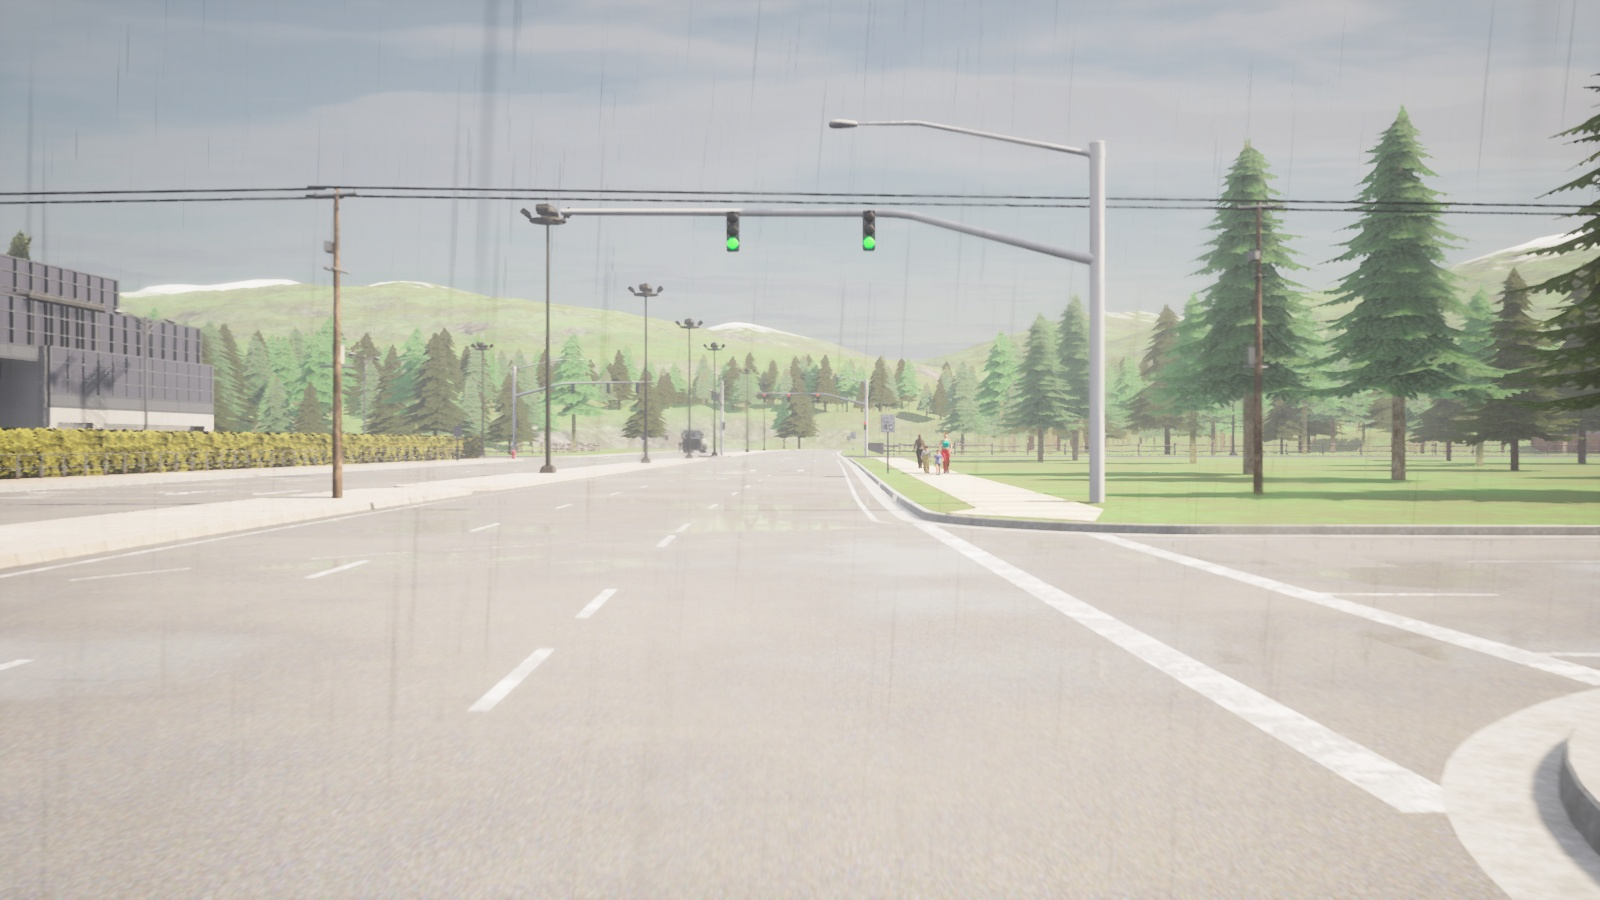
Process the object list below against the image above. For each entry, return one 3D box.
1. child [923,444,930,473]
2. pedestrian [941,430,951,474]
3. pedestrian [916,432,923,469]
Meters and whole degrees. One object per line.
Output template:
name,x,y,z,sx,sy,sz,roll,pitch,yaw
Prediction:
child,5.402,0.359,53.583,0.270,1.263,0.437,0,0,4
pedestrian,6.196,0.081,53.339,0.345,1.836,0.594,0,0,1
pedestrian,5.981,0.026,62.709,0.331,1.846,0.634,0,0,2
